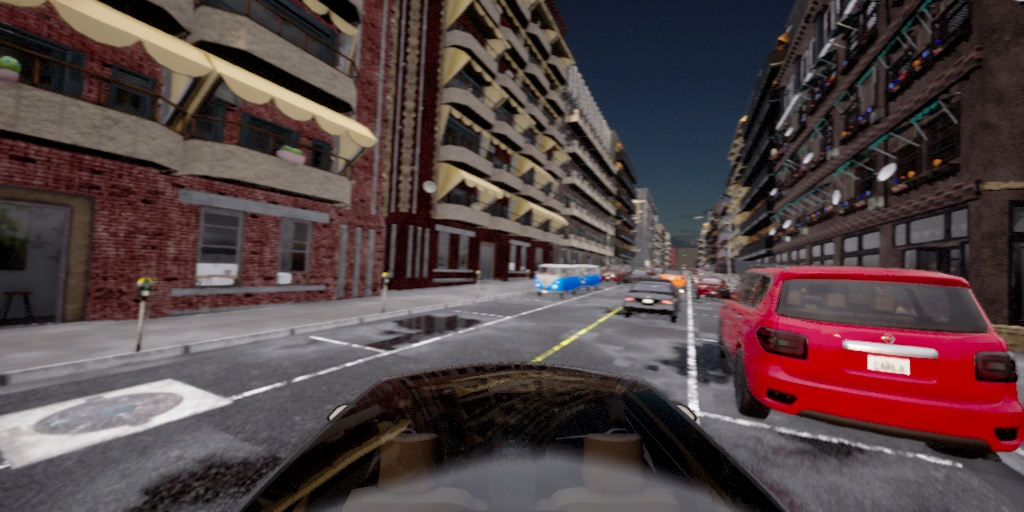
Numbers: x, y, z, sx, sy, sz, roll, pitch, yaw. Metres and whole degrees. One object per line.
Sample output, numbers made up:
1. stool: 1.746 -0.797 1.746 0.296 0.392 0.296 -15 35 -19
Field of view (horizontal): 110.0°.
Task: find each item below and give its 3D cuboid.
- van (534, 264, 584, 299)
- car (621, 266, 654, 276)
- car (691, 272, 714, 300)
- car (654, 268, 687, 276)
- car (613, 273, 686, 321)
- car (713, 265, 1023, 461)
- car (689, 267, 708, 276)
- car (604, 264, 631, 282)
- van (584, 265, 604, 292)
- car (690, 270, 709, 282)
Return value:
1. van: 2.572 1.356 20.274 1.690 1.789 3.998 0 0 26
2. car: 11.716 1.958 33.213 1.882 1.535 5.008 2 -1 26
3. car: 12.052 1.918 21.704 1.888 1.381 4.507 0 0 26
4. car: 13.486 1.864 30.163 2.097 1.767 4.553 2 -1 26
5. car: 5.655 1.615 14.225 2.033 1.411 5.357 2 -1 26
6. car: 4.729 1.184 5.792 2.150 2.045 5.566 2 -1 26
7. car: 16.933 2.094 31.626 1.967 1.591 4.097 0 0 26
8. car: 9.883 1.749 35.162 2.192 1.841 5.009 0 0 26
9. van: 5.009 1.494 25.238 1.690 1.789 3.998 0 0 26
10. car: 14.489 2.058 26.666 1.888 1.381 4.507 0 0 26
